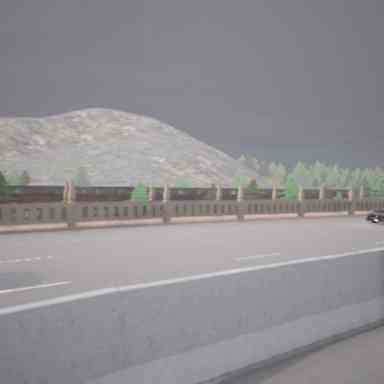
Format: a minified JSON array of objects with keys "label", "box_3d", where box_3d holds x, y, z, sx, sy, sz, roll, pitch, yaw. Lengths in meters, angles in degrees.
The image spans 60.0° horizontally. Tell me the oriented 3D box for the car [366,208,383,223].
[{"label":"car","box_3d":[14.976,1.552,23.864,5.357,1.411,2.033,0,0,-26]}]
